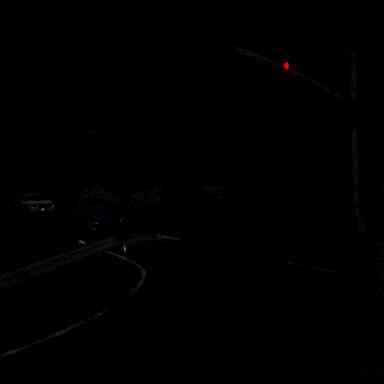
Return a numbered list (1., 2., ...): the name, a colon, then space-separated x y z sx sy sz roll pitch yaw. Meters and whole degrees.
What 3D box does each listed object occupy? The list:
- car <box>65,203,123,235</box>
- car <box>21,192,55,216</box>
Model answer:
1. car: -5.461 1.366 18.229 1.882 1.535 5.008 -1 1 -36
2. car: -14.330 1.098 30.792 2.150 2.045 5.566 -1 2 -34
